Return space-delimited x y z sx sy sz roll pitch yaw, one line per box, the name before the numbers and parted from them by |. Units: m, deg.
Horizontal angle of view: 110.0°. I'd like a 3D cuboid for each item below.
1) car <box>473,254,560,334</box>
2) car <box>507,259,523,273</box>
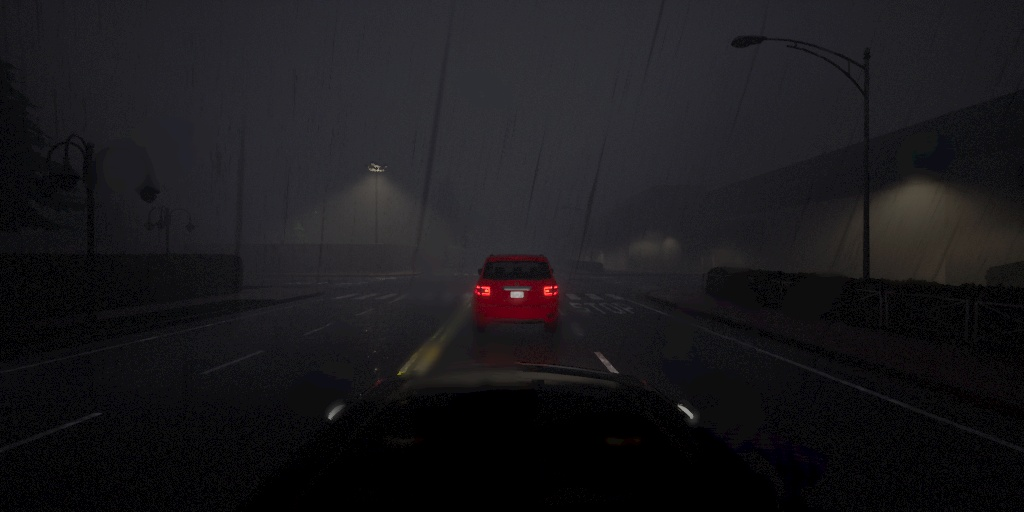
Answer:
car | 0.121 0.971 10.812 2.150 2.045 5.566 0 0 0
car | 0.352 1.228 45.610 1.882 1.535 5.008 0 0 1
